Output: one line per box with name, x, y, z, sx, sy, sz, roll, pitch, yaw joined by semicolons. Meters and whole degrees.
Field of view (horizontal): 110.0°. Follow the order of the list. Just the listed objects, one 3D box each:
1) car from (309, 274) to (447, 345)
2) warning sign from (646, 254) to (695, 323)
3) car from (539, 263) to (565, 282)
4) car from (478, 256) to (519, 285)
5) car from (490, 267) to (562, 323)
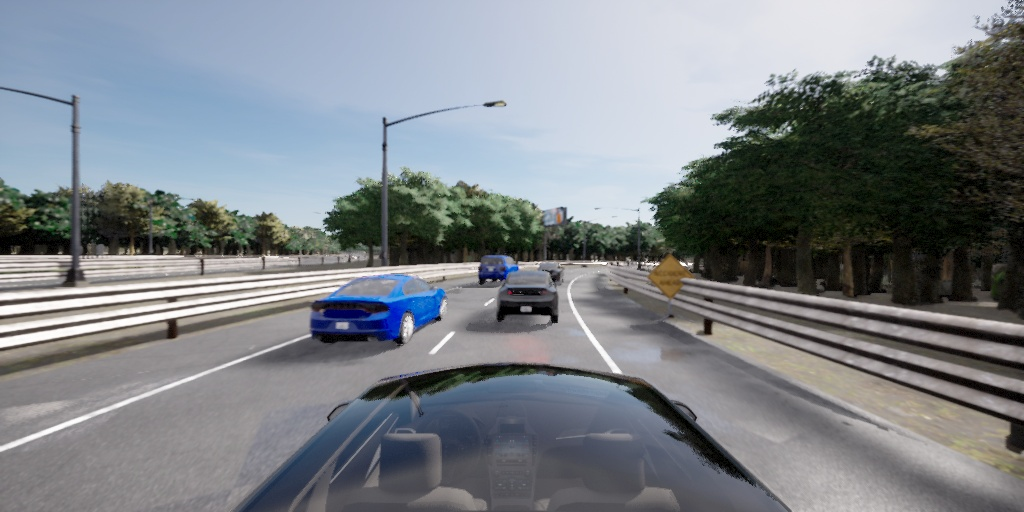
car;-3.145;1.216;9.524;1.882;1.535;5.008;0;0;5
warning sign;4.479;0.864;10.168;1.300;1.860;1.060;0;0;4
car;2.899;1.297;27.318;1.837;1.490;4.892;0;0;12
car;-0.856;1.006;26.580;2.150;2.045;5.566;0;0;12
car;0.609;1.246;12.207;1.837;1.490;4.892;0;-1;5
